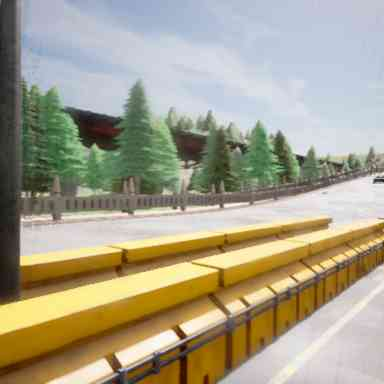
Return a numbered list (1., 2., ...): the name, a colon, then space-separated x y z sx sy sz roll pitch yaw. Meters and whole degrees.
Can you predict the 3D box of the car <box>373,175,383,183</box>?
1. car: 35.392 -2.508 62.248 1.895 1.301 4.718 1 7 41
